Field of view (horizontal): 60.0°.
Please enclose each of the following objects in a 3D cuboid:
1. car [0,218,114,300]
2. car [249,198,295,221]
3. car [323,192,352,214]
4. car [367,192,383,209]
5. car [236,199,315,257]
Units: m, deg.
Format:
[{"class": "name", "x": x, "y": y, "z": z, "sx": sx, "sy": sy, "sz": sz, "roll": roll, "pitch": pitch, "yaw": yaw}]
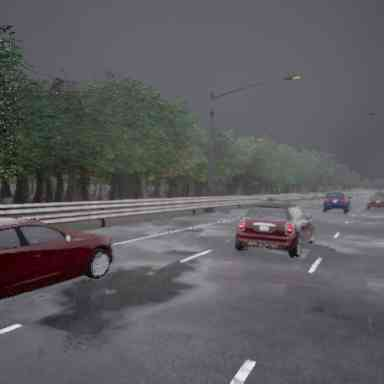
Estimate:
[{"class": "car", "x": -3.698, "y": 1.263, "z": 6.783, "sx": 1.882, "sy": 1.535, "sz": 5.008, "roll": 2, "pitch": 1, "yaw": 27}, {"class": "car", "x": 6.198, "y": 1.241, "z": 25.343, "sx": 2.033, "sy": 1.411, "sz": 5.357, "roll": 2, "pitch": 1, "yaw": 29}, {"class": "car", "x": 14.521, "y": 0.977, "z": 33.099, "sx": 2.150, "sy": 2.045, "sz": 5.566, "roll": 2, "pitch": 1, "yaw": 29}, {"class": "car", "x": 22.246, "y": 1.168, "z": 39.789, "sx": 2.097, "sy": 1.767, "sz": 4.553, "roll": 2, "pitch": 1, "yaw": 30}, {"class": "car", "x": 3.331, "y": 1.189, "z": 12.617, "sx": 2.097, "sy": 1.767, "sz": 4.553, "roll": 2, "pitch": 1, "yaw": 28}]
